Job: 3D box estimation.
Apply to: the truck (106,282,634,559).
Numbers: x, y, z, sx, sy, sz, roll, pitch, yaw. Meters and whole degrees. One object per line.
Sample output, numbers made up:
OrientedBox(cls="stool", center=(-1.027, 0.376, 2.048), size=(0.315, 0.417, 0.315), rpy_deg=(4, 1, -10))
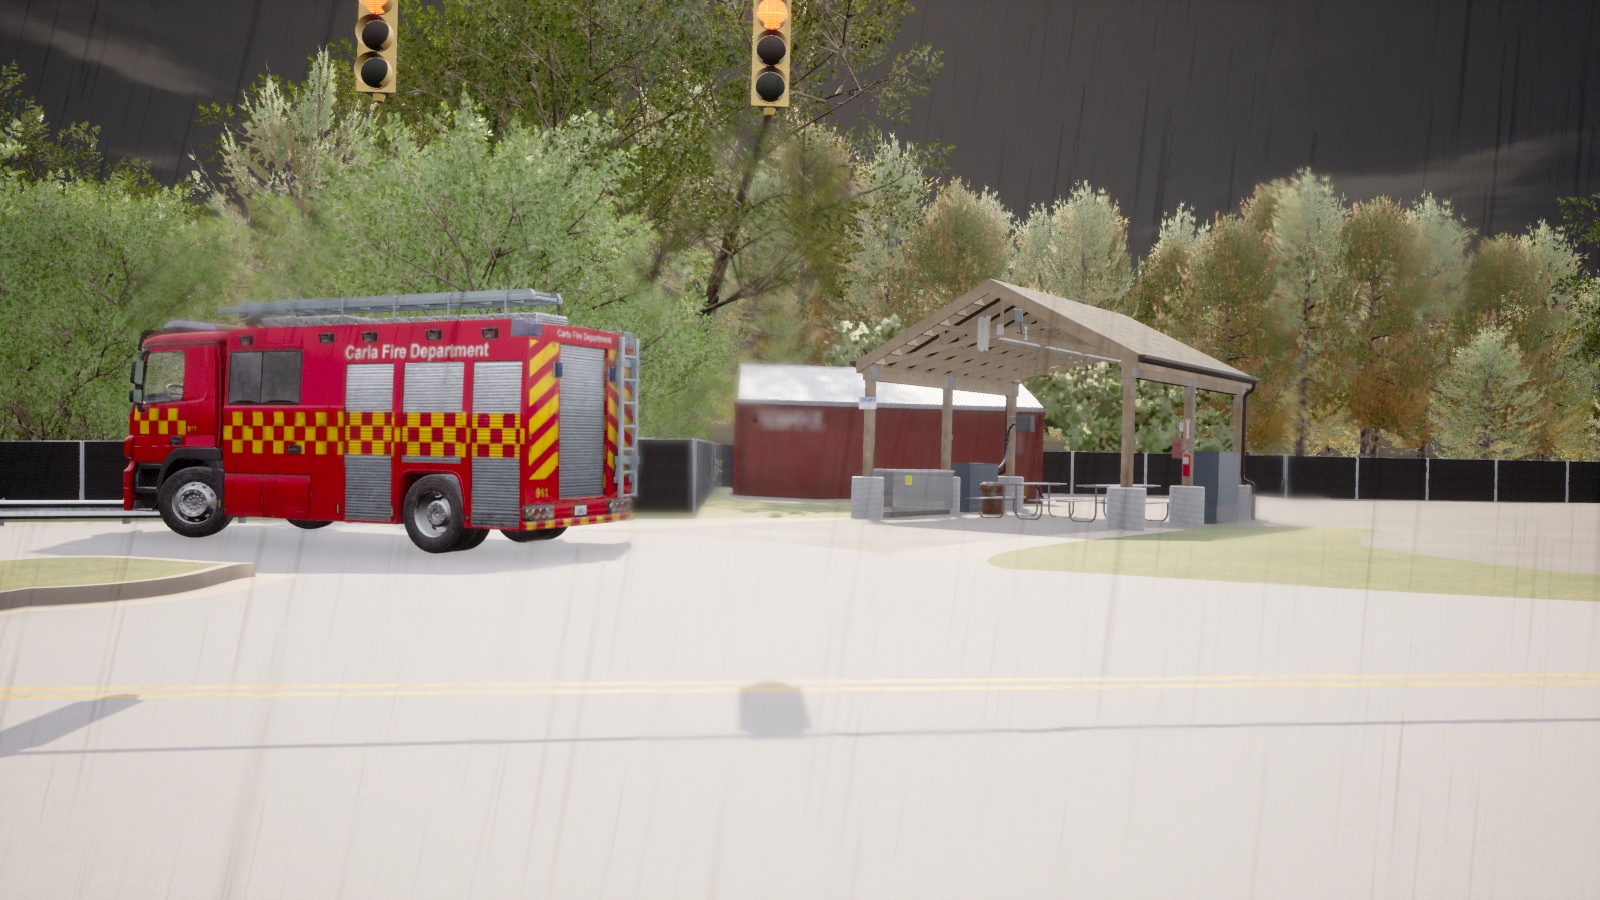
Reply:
OrientedBox(cls="truck", center=(-7.109, -0.474, 20.463), size=(8.468, 3.827, 2.891), rpy_deg=(1, 1, 25))
